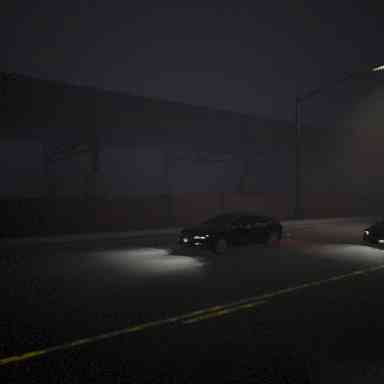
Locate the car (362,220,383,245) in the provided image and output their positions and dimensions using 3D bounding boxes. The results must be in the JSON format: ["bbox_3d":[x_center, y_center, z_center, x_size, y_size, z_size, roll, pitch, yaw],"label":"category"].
[{"bbox_3d":[10.150,1.710,15.551,5.357,1.411,2.033,1,0,-36],"label":"car"}]

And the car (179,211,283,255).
[{"bbox_3d":[1.738,1.594,13.838,4.892,1.490,1.837,1,0,-36],"label":"car"}]
